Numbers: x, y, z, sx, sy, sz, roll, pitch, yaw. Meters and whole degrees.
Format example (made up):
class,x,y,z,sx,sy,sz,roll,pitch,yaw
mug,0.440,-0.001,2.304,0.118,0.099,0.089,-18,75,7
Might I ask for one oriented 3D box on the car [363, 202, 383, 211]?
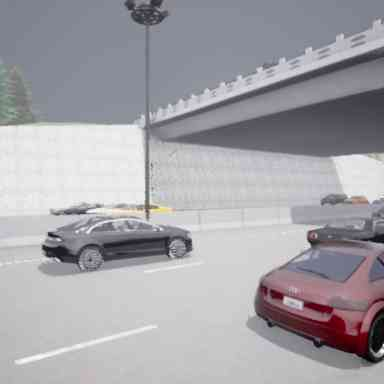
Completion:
class,x,y,z,sx,sy,sz,roll,pitch,yaw
car,14.033,1.555,22.347,5.357,1.411,2.033,0,0,-35

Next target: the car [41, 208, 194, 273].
class,x,y,z,sx,sy,sz,roll,pitch,yaw
car,-2.201,1.494,10.779,4.902,1.511,2.128,0,0,-35

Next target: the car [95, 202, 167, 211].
class,x,y,z,sx,sy,sz,roll,pitch,yaw
car,-3.682,1.482,22.859,5.008,1.535,1.882,0,0,-35

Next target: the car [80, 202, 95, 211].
class,x,y,z,sx,sy,sz,roll,pitch,yaw
car,-5.793,1.530,25.652,4.674,1.442,1.812,0,0,-35

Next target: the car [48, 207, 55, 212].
class,x,y,z,sx,sy,sz,roll,pitch,yaw
car,-10.661,1.605,30.779,4.718,1.301,1.895,0,0,-35

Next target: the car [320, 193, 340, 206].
class,x,y,z,sx,sy,sz,roll,pitch,yaw
car,23.707,1.236,55.226,5.566,2.045,2.150,0,0,-35

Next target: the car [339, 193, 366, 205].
class,x,y,z,sx,sy,sz,roll,pitch,yaw
car,25.945,1.368,52.534,4.553,1.767,2.097,0,0,-35

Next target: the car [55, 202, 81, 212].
class,x,y,z,sx,sy,sz,roll,pitch,yaw
car,-8.594,1.605,27.953,4.718,1.301,1.895,0,0,-35

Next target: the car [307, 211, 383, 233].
class,x,y,z,sx,sy,sz,roll,pitch,yaw
car,6.573,1.605,12.730,4.718,1.301,1.895,0,0,-35

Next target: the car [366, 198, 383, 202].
class,x,y,z,sx,sy,sz,roll,pitch,yaw
car,28.789,1.579,50.272,4.181,1.385,1.994,0,0,-35

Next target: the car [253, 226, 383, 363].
class,x,y,z,sx,sy,sz,roll,pitch,yaw
car,3.089,1.566,5.953,4.181,1.385,1.994,0,0,-35
